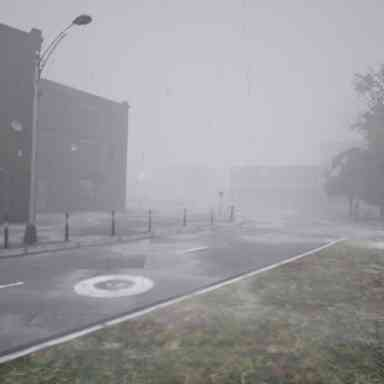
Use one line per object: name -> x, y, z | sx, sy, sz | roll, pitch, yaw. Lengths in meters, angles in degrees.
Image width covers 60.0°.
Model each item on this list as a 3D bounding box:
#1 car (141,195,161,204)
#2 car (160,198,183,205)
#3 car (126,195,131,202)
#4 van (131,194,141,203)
car -> -8.122, 1.737, 71.618 | 2.185, 1.767, 4.553 | 2, -1, 35
car -> -3.685, 2.005, 68.486 | 2.163, 1.488, 4.792 | 1, -1, 35
car -> -14.993, 1.531, 76.348 | 2.185, 1.767, 4.553 | 2, -1, 35
van -> -10.597, 1.566, 73.146 | 1.878, 1.987, 4.442 | 2, -1, 35
